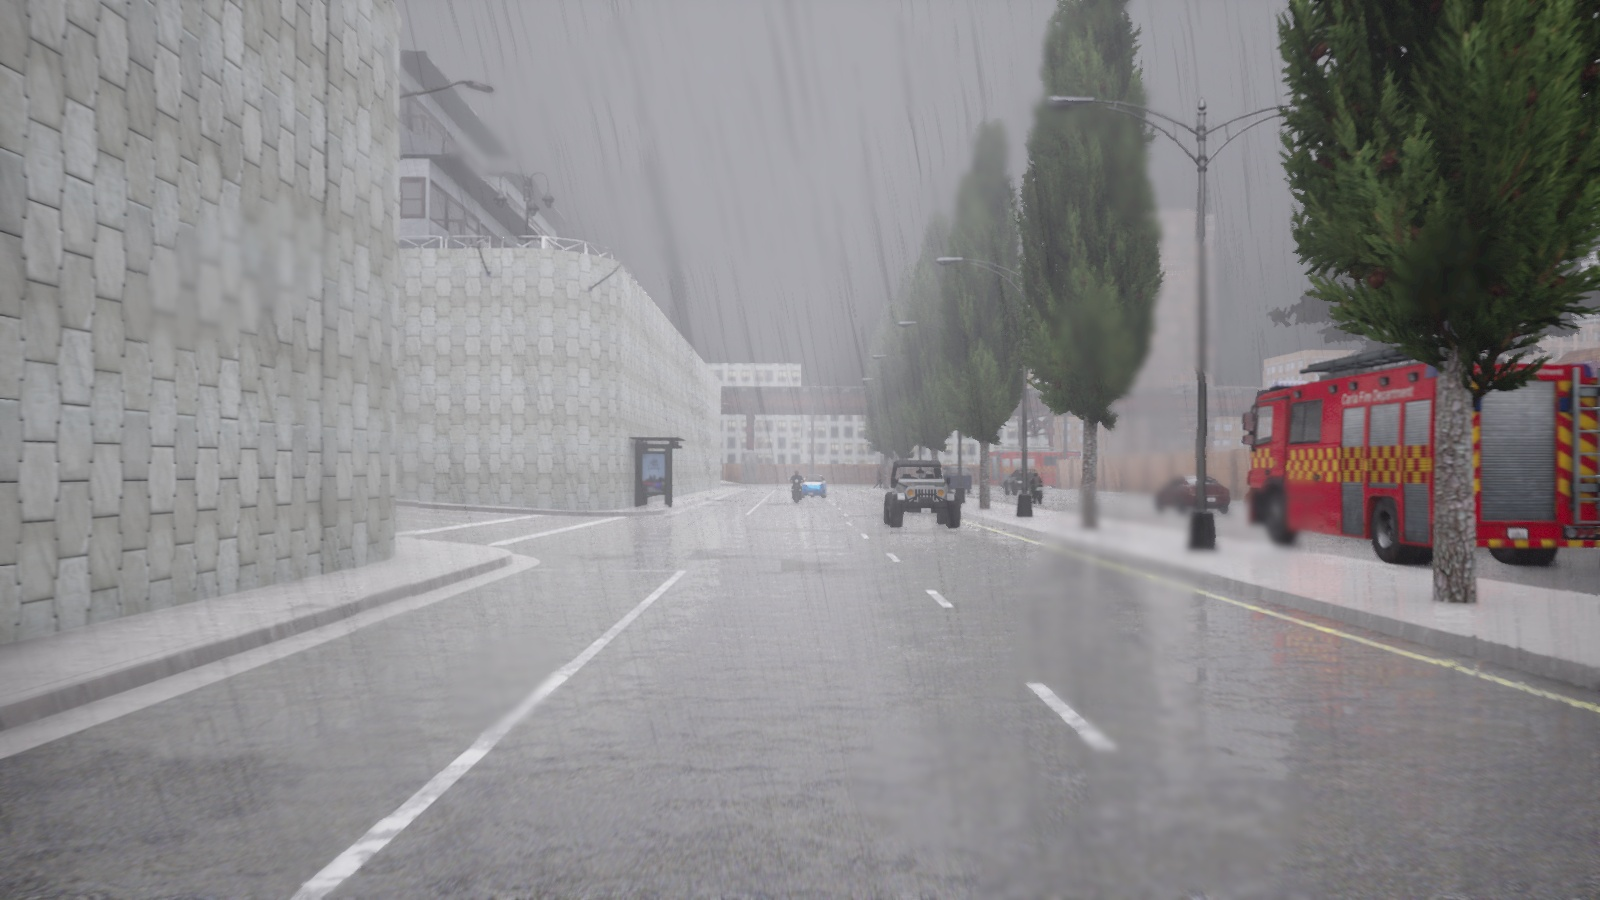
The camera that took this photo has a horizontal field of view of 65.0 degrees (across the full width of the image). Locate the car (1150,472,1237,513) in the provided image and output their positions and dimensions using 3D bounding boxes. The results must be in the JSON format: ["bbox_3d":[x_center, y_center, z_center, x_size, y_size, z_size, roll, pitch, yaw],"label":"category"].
[{"bbox_3d":[14.884,1.581,47.770,1.812,1.442,4.674,0,-1,0],"label":"car"}]

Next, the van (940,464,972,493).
[{"bbox_3d":[11.278,2.045,90.934,1.775,1.987,4.442,0,-1,0],"label":"van"}]

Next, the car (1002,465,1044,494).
[{"bbox_3d":[14.797,1.968,83.408,1.932,1.855,4.605,0,-1,0],"label":"car"}]

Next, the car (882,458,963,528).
[{"bbox_3d":[3.413,1.188,35.630,1.905,1.878,3.866,0,-1,0],"label":"car"}]

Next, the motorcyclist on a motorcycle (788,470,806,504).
[{"bbox_3d":[-0.147,1.783,60.604,0.866,1.590,1.817,0,-1,0],"label":"motorcyclist on a motorcycle"}]

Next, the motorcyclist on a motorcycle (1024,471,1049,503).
[{"bbox_3d":[11.353,1.762,60.397,0.797,1.523,2.044,0,-1,0],"label":"motorcyclist on a motorcycle"}]

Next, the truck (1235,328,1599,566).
[{"bbox_3d":[11.436,0.014,24.507,2.891,3.827,8.468,0,-1,0],"label":"truck"}]

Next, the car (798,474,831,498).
[{"bbox_3d":[0.851,2.080,72.510,1.481,1.376,2.207,0,-1,13],"label":"car"}]
